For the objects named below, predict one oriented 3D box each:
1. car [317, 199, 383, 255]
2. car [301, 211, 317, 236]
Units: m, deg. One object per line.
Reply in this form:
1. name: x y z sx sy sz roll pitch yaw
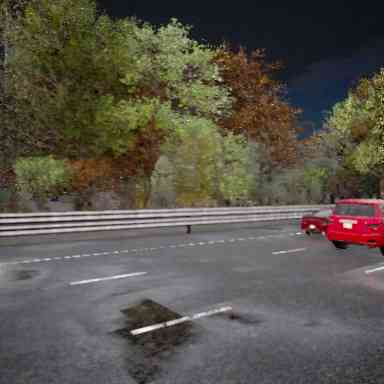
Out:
1. car: 7.830 1.320 13.601 5.566 2.045 2.150 0 0 -35
2. car: 8.024 1.593 18.028 5.008 1.535 1.882 0 0 -35
